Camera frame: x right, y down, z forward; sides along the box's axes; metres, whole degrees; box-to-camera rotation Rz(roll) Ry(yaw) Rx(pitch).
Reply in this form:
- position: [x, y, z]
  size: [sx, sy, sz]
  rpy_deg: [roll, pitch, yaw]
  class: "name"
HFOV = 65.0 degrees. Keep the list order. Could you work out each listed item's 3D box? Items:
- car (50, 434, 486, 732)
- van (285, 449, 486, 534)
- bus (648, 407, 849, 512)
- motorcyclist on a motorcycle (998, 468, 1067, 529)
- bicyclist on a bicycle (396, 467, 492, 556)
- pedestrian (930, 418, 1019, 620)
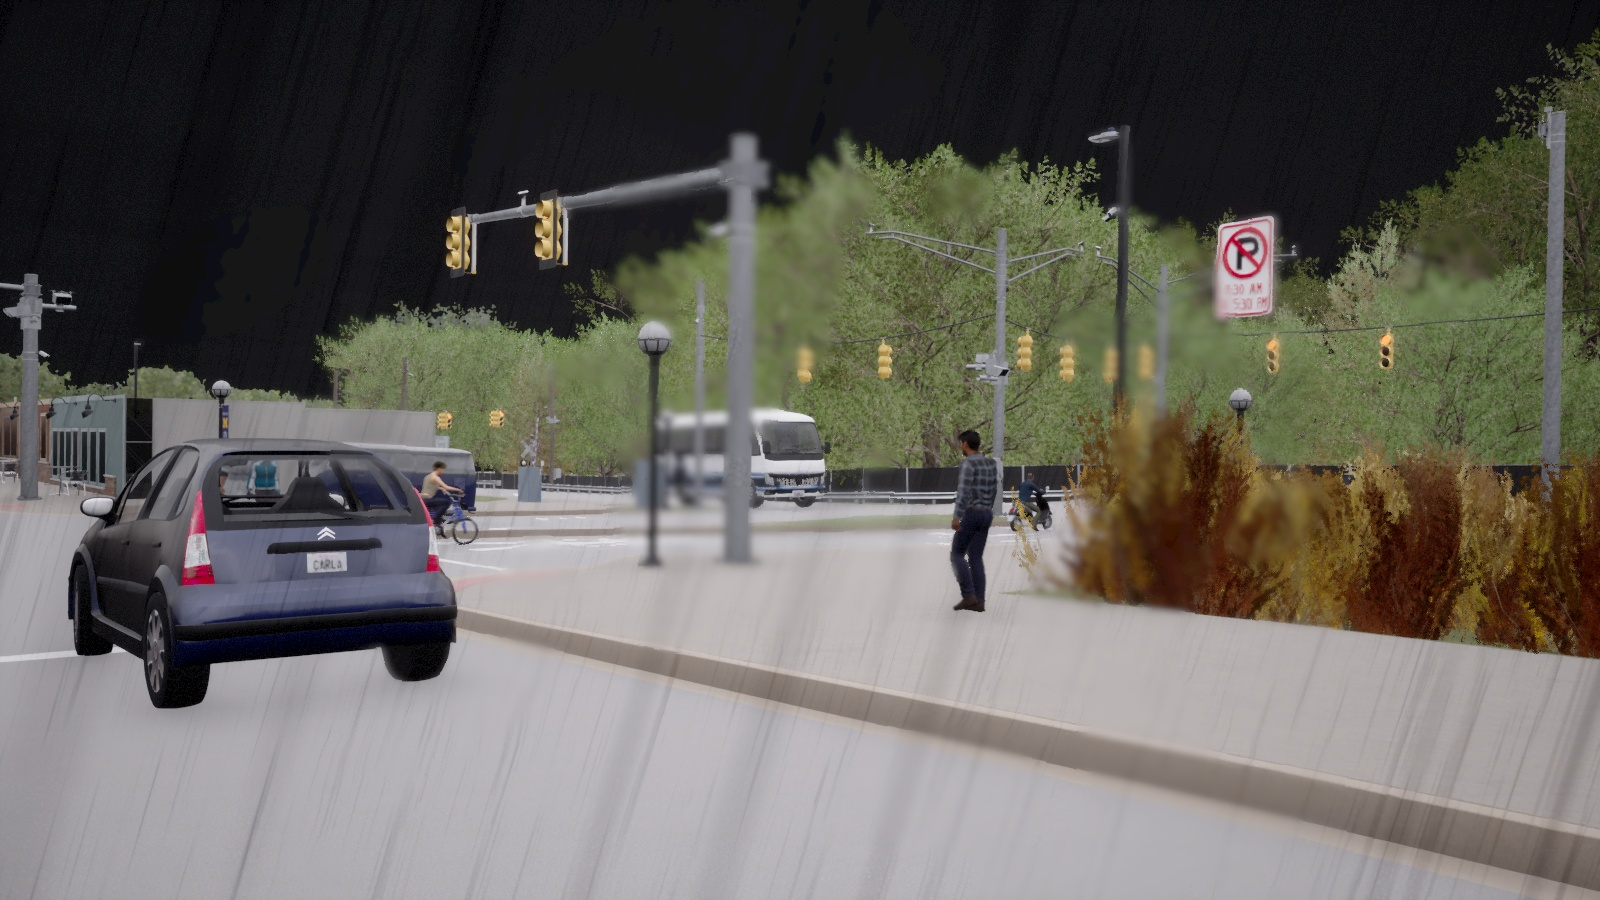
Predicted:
- position: [-3.969, 0.760, 8.959]
  size: [1.851, 1.617, 3.988]
  rpy_deg: [-1, -1, -38]
  class: "car"
- position: [-10.428, 1.055, 31.788]
  size: [4.442, 1.987, 1.775]
  rpy_deg: [2, -2, -41]
  class: "van"
- position: [-2.557, 0.479, 56.288]
  size: [3.944, 4.253, 10.273]
  rpy_deg: [-1, -1, -35]
  class: "bus"
- position: [6.380, 1.320, 34.445]
  size: [1.817, 1.590, 0.866]
  rpy_deg: [-1, 0, -39]
  class: "motorcyclist on a motorcycle"
- position: [-6.710, 1.138, 23.718]
  size: [1.509, 1.612, 0.866]
  rpy_deg: [1, 0, -41]
  class: "bicyclist on a bicycle"
- position: [1.738, 0.663, 12.557]
  size: [0.423, 1.949, 0.788]
  rpy_deg: [-1, 1, -42]
  class: "pedestrian"
